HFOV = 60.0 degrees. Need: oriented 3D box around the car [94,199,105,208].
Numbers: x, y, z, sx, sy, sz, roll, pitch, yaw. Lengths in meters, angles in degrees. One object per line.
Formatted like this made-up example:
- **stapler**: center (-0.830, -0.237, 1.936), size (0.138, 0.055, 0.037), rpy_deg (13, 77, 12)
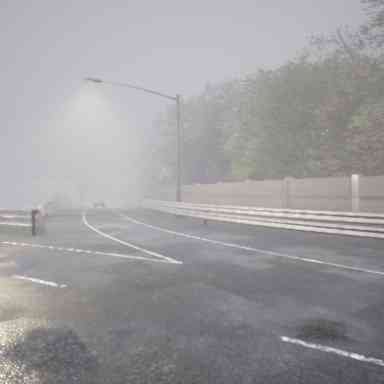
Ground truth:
- **car**: center (-16.760, 2.108, 60.246), size (2.128, 1.511, 4.902), rpy_deg (-1, -2, -14)
